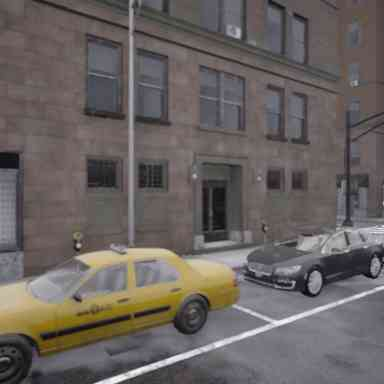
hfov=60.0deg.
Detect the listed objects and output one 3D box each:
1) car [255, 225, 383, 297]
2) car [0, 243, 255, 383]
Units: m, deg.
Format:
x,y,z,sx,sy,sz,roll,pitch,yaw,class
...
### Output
x,y,z,sx,sy,sz,roll,pitch,yaw,class
3.230,1.560,8.491,4.403,1.369,2.008,0,0,-35,car
-1.401,1.528,5.188,4.829,1.417,1.752,0,0,-35,car
